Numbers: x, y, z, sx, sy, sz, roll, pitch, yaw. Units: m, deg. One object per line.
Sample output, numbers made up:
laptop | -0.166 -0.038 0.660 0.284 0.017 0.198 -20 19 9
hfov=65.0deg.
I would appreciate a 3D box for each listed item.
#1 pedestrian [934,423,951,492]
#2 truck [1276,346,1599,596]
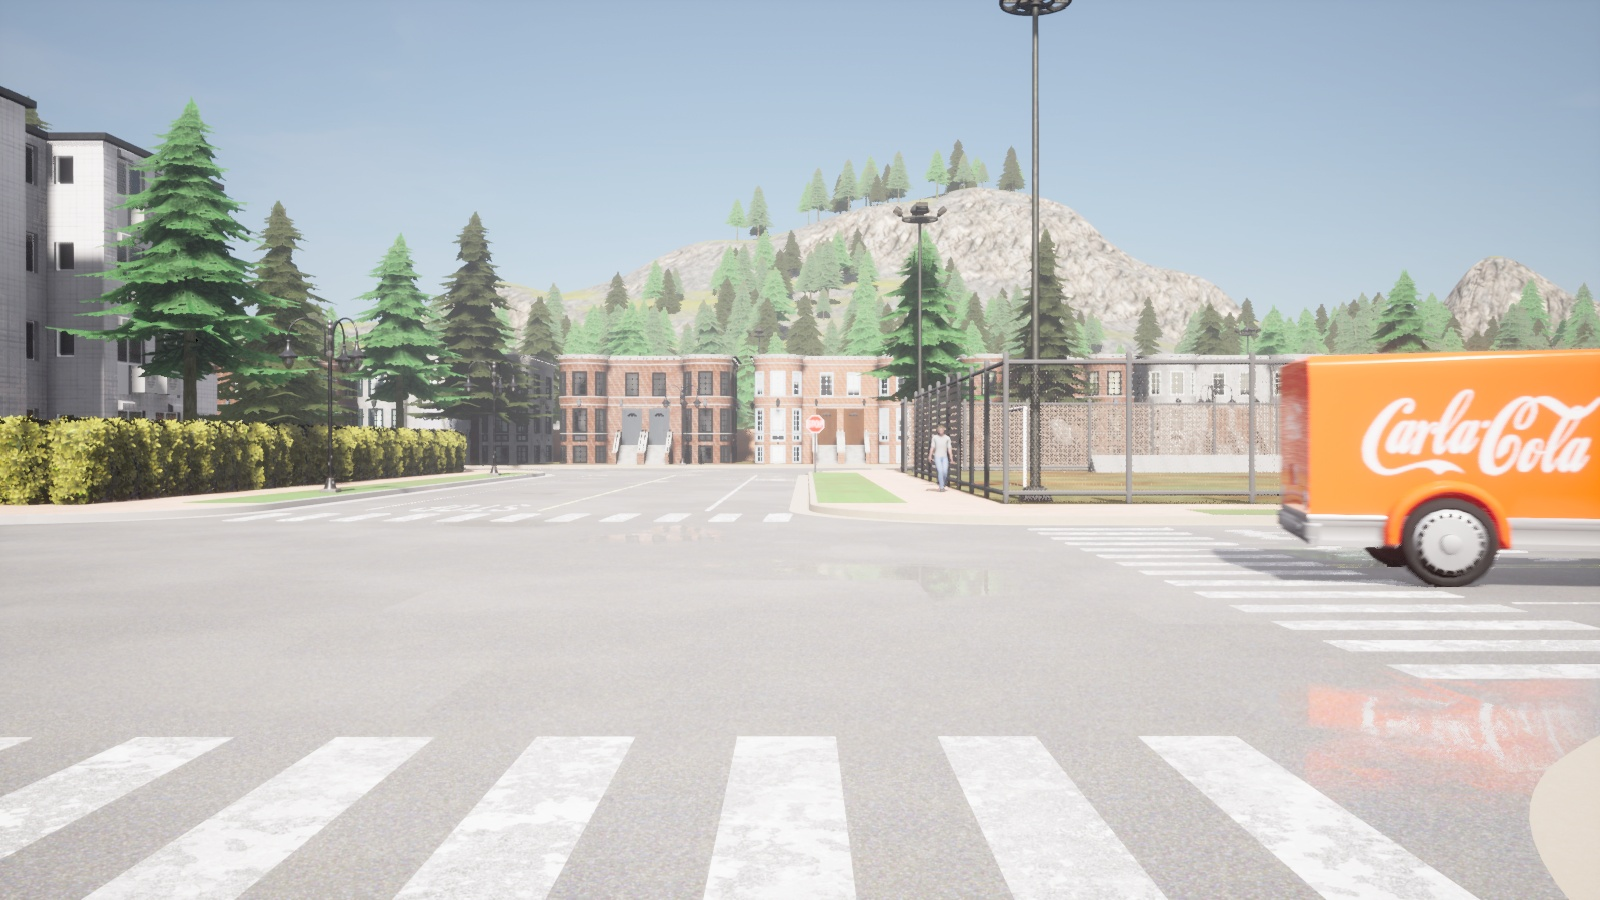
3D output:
pedestrian | 3.810 0.206 33.660 0.354 1.836 0.706 0 0 -2
truck | 8.137 0.189 13.709 5.204 2.467 2.627 0 1 14
